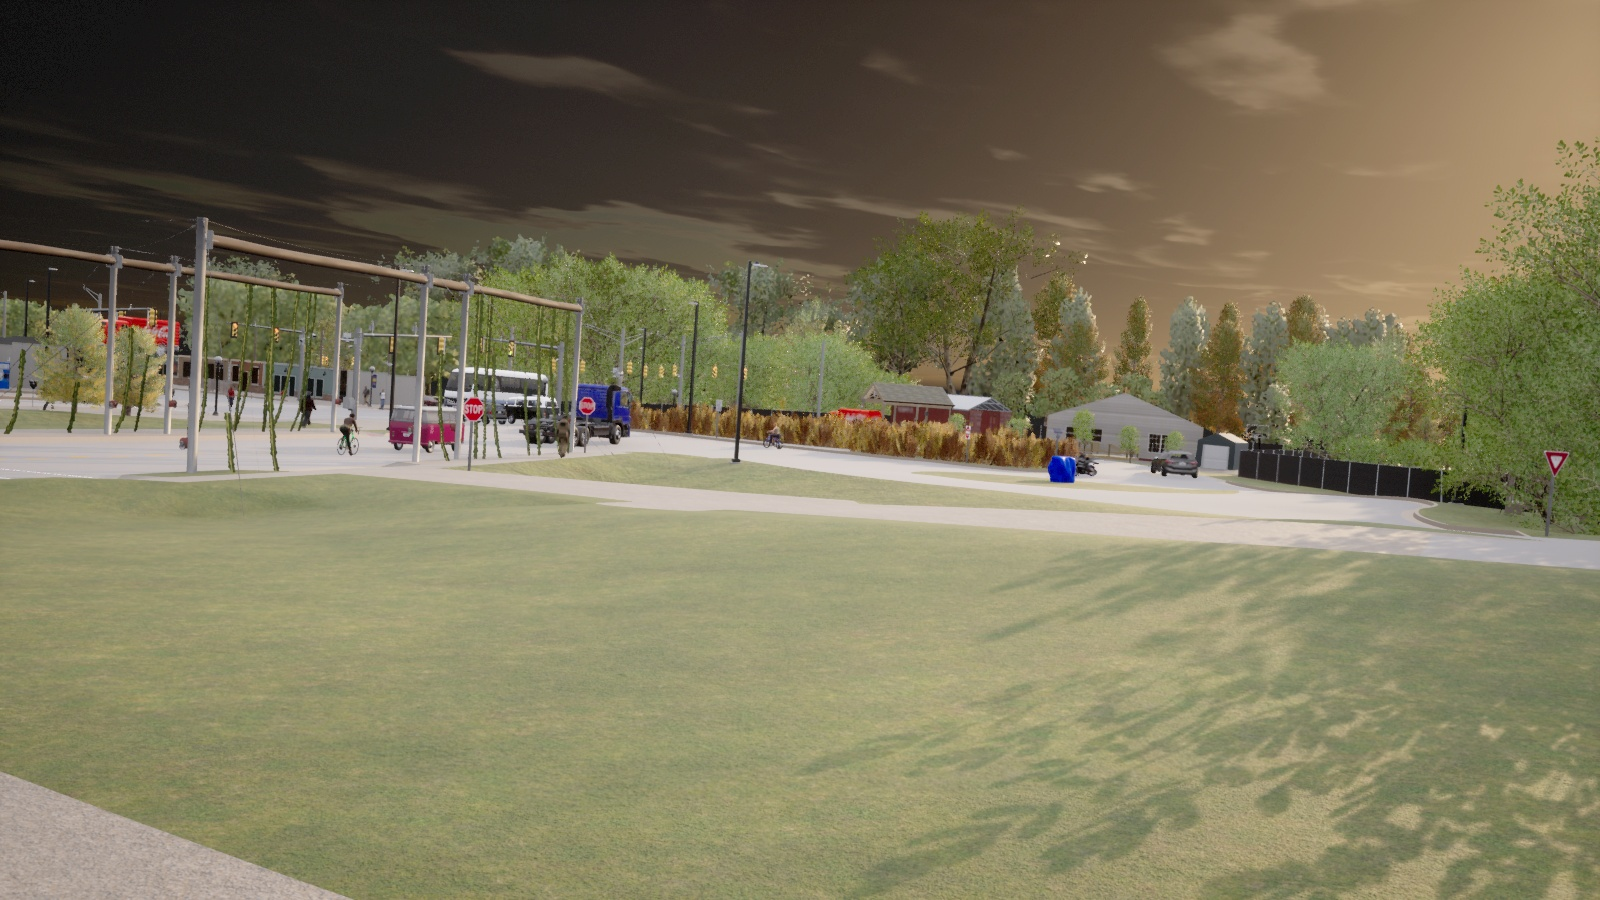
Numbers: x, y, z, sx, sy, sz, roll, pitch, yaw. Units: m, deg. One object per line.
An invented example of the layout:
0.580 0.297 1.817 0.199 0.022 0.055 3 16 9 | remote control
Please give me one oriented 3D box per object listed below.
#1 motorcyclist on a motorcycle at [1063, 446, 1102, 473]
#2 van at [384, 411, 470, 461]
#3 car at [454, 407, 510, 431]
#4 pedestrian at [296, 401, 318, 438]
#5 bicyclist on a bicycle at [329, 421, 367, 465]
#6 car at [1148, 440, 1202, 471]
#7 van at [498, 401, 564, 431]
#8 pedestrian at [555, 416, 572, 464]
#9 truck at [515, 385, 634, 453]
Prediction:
16.815 0.570 74.679 2.191 1.530 0.866 -1 4 -30 | motorcyclist on a motorcycle
-16.406 -0.647 55.471 1.775 1.987 4.442 4 2 10 | van
-22.154 -2.189 87.416 3.705 1.549 1.789 3 3 35 | car
-25.368 -1.589 64.657 0.634 1.844 0.899 4 3 10 | pedestrian
-17.511 -0.284 48.689 0.582 1.620 1.656 4 2 8 | bicyclist on a bicycle
23.949 0.314 80.364 2.242 1.667 4.611 2 3 3 | car
-19.264 -2.460 89.870 4.480 2.038 2.069 3 3 36 | van
-9.852 -0.426 52.317 0.396 1.930 0.692 4 3 11 | pedestrian
-12.523 -1.825 70.635 2.891 3.462 7.936 4 4 19 | truck
